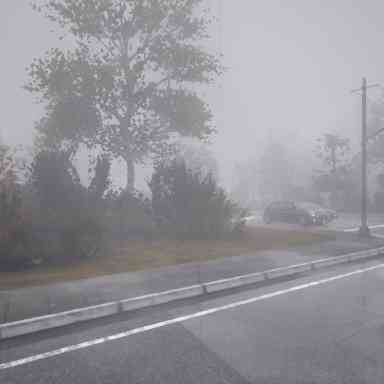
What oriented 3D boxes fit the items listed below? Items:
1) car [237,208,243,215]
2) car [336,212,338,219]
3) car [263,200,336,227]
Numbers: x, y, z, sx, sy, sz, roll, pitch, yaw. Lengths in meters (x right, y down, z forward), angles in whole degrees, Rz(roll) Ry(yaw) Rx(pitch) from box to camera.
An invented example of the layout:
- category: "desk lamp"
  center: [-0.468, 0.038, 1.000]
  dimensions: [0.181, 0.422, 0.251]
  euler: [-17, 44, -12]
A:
- category: "car"
  center: [3.501, 1.781, 33.716]
  dimensions: [1.994, 1.385, 4.181]
  euler: [0, -1, -42]
- category: "car"
  center: [9.212, 1.594, 26.889]
  dimensions: [1.837, 1.490, 4.892]
  euler: [0, -1, -42]
- category: "car"
  center: [7.313, 1.426, 23.643]
  dimensions: [2.097, 1.767, 4.553]
  euler: [0, -1, -38]
